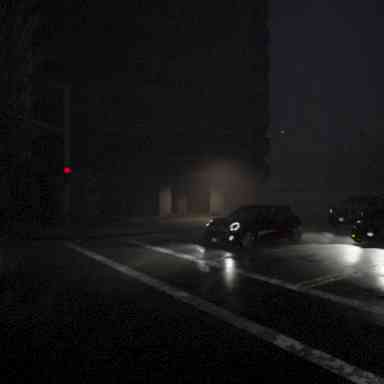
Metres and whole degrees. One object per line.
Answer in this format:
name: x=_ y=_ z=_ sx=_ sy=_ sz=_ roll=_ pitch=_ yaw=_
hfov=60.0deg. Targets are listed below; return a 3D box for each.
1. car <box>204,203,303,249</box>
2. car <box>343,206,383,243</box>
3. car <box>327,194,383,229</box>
car: x=2.721 y=1.317 z=14.502 sx=4.553 sy=1.767 sz=2.097 roll=0 pitch=0 yaw=-35
car: x=8.803 y=1.512 z=14.506 sx=4.181 sy=1.385 sz=1.994 roll=0 pitch=0 yaw=-35
car: x=10.537 y=1.154 z=20.057 sx=5.566 sy=2.045 sz=2.150 roll=0 pitch=0 yaw=-35
